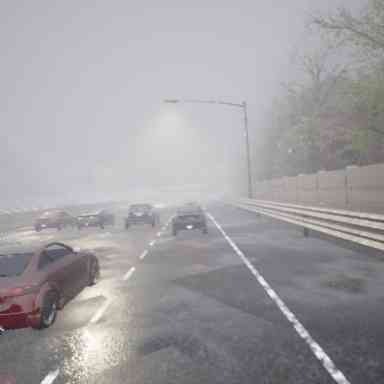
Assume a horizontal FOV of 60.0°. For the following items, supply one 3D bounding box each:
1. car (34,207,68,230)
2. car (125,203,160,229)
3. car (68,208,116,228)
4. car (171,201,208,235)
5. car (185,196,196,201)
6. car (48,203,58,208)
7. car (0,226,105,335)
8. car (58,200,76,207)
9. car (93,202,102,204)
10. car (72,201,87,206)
[{"bbox_3d":[-10.542,2.213,25.863,1.812,1.442,4.674,-4,0,0],"label":"car"},{"bbox_3d":[-3.565,1.582,24.481,2.097,1.767,4.553,-4,0,0],"label":"car"},{"bbox_3d":[-7.045,1.950,24.686,2.128,1.511,4.902,-4,0,0],"label":"car"},{"bbox_3d":[-0.146,1.511,19.192,1.837,1.490,4.892,-4,0,0],"label":"car"},{"bbox_3d":[-0.197,1.539,37.846,1.812,1.442,4.674,-4,0,0],"label":"car"},{"bbox_3d":[-31.754,3.420,77.074,1.837,1.490,4.892,-4,0,0],"label":"car"},{"bbox_3d":[-3.500,1.791,7.335,1.994,1.385,4.181,-4,0,0],"label":"car"},{"bbox_3d":[-28.280,2.917,77.055,2.150,2.045,5.566,-4,0,0],"label":"car"},{"bbox_3d":[-21.259,2.921,75.321,1.812,1.442,4.674,-4,0,0],"label":"car"},{"bbox_3d":[-24.751,3.165,75.311,2.033,1.411,5.357,-4,0,0],"label":"car"}]
